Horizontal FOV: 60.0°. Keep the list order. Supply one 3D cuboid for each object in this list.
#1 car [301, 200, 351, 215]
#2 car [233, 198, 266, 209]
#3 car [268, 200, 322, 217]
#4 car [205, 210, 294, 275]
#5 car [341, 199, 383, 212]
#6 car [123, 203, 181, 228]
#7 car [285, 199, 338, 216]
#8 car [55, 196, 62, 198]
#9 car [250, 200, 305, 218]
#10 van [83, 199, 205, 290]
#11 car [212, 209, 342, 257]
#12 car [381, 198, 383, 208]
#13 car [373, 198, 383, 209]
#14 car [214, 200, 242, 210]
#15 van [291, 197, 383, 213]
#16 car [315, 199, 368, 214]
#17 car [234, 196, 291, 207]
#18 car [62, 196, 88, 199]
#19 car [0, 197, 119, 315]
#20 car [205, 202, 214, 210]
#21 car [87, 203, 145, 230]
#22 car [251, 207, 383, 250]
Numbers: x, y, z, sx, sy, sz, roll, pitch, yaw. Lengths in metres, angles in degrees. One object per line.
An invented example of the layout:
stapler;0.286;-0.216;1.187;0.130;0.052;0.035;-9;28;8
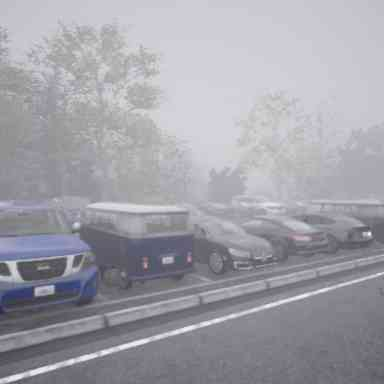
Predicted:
car;14.988;1.655;37.406;2.163;1.488;4.792;0;0;-36
car;3.723;1.611;29.303;2.231;1.521;4.892;0;0;-36
car;10.488;1.619;34.157;2.097;1.535;5.008;0;0;-36
car;0.539;1.555;10.957;2.231;1.521;4.892;0;0;-36
car;21.794;1.665;42.204;2.163;1.488;4.792;0;0;-36
car;-3.036;1.617;24.438;2.163;1.488;4.792;0;0;-36
car;12.745;1.624;35.773;2.231;1.521;4.892;0;0;-36
car;-9.846;1.281;19.637;2.435;2.045;5.566;1;0;-36
car;8.230;1.616;32.541;2.097;1.535;5.008;0;0;-36
van;-1.807;1.309;9.414;1.878;1.987;4.442;0;0;-36
car;2.823;1.612;12.581;2.002;1.452;4.674;0;0;-36
car;30.810;1.649;48.684;2.097;1.535;5.008;0;0;-36
car;28.550;1.685;47.069;2.002;1.452;4.674;0;0;-36
car;1.463;1.604;27.687;2.097;1.535;5.008;0;0;-36
van;7.318;1.370;15.943;1.878;1.987;4.442;0;0;-36
car;17.370;1.626;38.846;1.946;1.575;5.366;0;0;-36
car;5.993;1.362;30.899;2.435;2.045;5.566;0;0;-36
car;-7.555;1.301;21.206;2.435;2.045;5.566;0;0;-36
car;-4.001;1.259;7.667;2.435;2.045;5.566;1;0;-36
car;-0.906;1.593;26.225;1.946;1.575;5.366;0;0;-36
car;-5.333;1.600;22.866;2.163;1.488;4.792;0;0;-36
car;5.089;1.617;14.240;2.163;1.488;4.792;0;0;-36
